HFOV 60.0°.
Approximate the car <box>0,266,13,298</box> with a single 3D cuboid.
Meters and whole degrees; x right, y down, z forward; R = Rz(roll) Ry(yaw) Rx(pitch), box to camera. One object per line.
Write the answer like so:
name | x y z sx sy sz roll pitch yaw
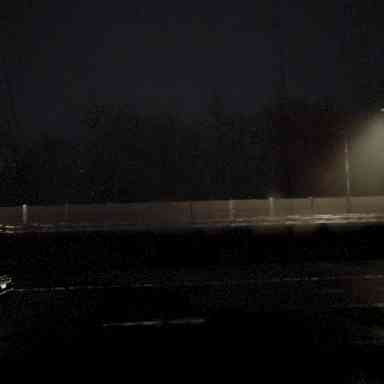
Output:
car | -7.150 2.189 8.296 4.892 1.490 1.837 -2 -3 -2
